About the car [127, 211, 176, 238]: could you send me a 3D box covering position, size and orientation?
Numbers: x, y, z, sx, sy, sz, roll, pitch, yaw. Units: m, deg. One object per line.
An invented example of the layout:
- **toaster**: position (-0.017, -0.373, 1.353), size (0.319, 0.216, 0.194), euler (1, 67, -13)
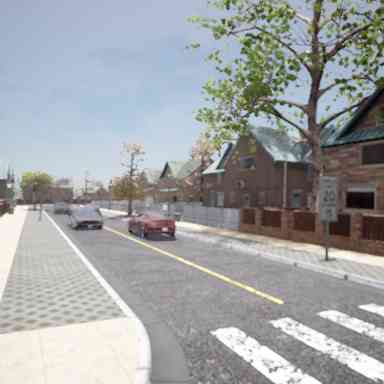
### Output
- **car**: position (-2.434, 1.852, 19.658), size (1.812, 1.442, 4.674), euler (2, -2, -26)

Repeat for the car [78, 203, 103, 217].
- **car**: position (-12.399, 2.151, 40.316), size (2.033, 1.411, 5.357), euler (2, -2, -26)

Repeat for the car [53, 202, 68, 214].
- **car**: position (-16.697, 2.096, 42.669), size (1.837, 1.490, 4.892), euler (2, -2, -26)

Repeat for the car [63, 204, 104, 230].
- **car**: position (-7.642, 1.850, 23.669), size (2.033, 1.411, 5.357), euler (2, -2, -26)
